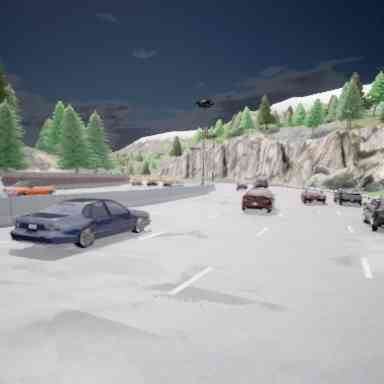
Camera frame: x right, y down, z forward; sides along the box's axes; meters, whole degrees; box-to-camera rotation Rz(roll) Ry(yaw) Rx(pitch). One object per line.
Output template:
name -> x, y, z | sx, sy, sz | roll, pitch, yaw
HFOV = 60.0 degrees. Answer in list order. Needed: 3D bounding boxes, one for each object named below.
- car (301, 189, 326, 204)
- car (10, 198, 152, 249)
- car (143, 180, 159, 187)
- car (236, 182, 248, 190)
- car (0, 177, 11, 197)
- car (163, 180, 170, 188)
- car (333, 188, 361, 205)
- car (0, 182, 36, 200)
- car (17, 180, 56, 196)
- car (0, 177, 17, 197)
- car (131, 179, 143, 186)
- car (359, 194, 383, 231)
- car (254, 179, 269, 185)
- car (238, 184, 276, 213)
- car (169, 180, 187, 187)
car -> 11.460, 0.375, 31.591 | 1.895, 1.301, 4.718 | 2, 3, 14
car -> -3.457, 0.927, 11.565 | 2.033, 1.411, 5.357 | 2, 3, 23
car -> -8.026, -1.703, 67.778 | 1.895, 1.301, 4.718 | 1, 3, 3
car -> 9.048, -1.049, 59.880 | 1.812, 1.442, 4.674 | 2, 3, 5
car -> -19.074, -0.448, 30.096 | 2.097, 1.767, 4.553 | 2, 3, 19
car -> -4.599, -1.687, 66.438 | 1.882, 1.535, 5.008 | 2, 3, 4
car -> 14.247, 0.374, 30.540 | 2.128, 1.511, 4.902 | 2, 3, 15
car -> -16.047, -0.096, 28.095 | 2.033, 1.411, 5.357 | 2, 3, 20
car -> -13.023, -0.146, 26.304 | 2.097, 1.767, 4.553 | 2, 3, 20
car -> -12.672, 0.128, 17.650 | 2.150, 2.045, 5.566 | 2, 3, 23
car -> -11.435, -1.939, 69.839 | 1.812, 1.442, 4.674 | 1, 3, 3
car -> 9.341, 0.963, 15.728 | 1.837, 1.490, 4.892 | 2, 3, 21
car -> 12.958, -1.381, 62.244 | 2.150, 2.045, 5.566 | 2, 3, 3
car -> 4.747, 0.495, 23.221 | 1.882, 1.535, 5.008 | 3, 3, 18
car -> -2.053, -1.033, 56.084 | 1.895, 1.301, 4.718 | 2, 3, 8
